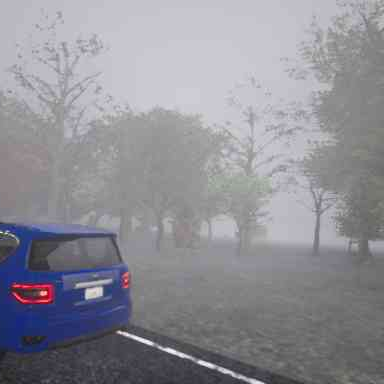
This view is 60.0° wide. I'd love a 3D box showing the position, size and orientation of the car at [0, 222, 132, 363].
[{"bbox_3d":[-3.577,1.580,6.422,5.566,2.045,2.150,-1,-6,37],"label":"car"}]
